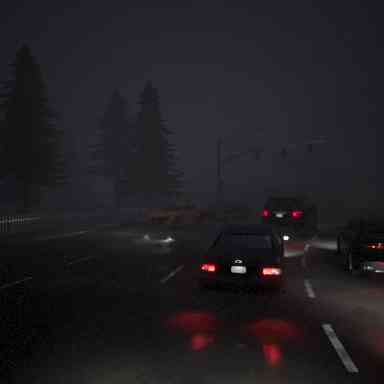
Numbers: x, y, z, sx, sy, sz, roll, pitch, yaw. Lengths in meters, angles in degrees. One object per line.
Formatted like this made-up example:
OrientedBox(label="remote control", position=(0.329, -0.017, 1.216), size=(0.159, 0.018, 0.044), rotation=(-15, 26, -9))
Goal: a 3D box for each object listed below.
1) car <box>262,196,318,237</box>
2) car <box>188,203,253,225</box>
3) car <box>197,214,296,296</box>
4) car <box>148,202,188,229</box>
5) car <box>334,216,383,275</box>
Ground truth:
OrientedBox(label="car", position=(5.473, 1.219, 18.308), size=(2.150, 2.045, 5.566), rotation=(0, 0, 28))
OrientedBox(label="car", position=(2.162, 1.151, 20.172), size=(2.033, 1.411, 5.357), rotation=(0, 0, 30))
OrientedBox(label="car", position=(1.538, 1.546, 8.858), size=(2.033, 1.411, 5.357), rotation=(0, 0, 15))
OrientedBox(label="car", position=(-0.860, 1.478, 21.937), size=(1.882, 1.535, 5.008), rotation=(0, 0, 30))
OrientedBox(label="car", position=(5.604, 1.504, 10.127), size=(1.837, 1.490, 4.892), rotation=(0, 0, 18))
